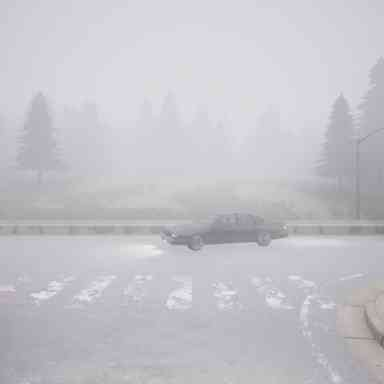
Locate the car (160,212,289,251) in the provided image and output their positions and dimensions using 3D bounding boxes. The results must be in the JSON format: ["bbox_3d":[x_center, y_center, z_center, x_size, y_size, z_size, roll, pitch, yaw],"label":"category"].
[{"bbox_3d":[1.439,1.547,14.100,5.357,1.411,2.033,0,0,-20],"label":"car"}]

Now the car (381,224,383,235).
[{"bbox_3d":[11.230,1.491,14.990,4.902,1.511,2.128,0,0,0],"label":"car"}]
